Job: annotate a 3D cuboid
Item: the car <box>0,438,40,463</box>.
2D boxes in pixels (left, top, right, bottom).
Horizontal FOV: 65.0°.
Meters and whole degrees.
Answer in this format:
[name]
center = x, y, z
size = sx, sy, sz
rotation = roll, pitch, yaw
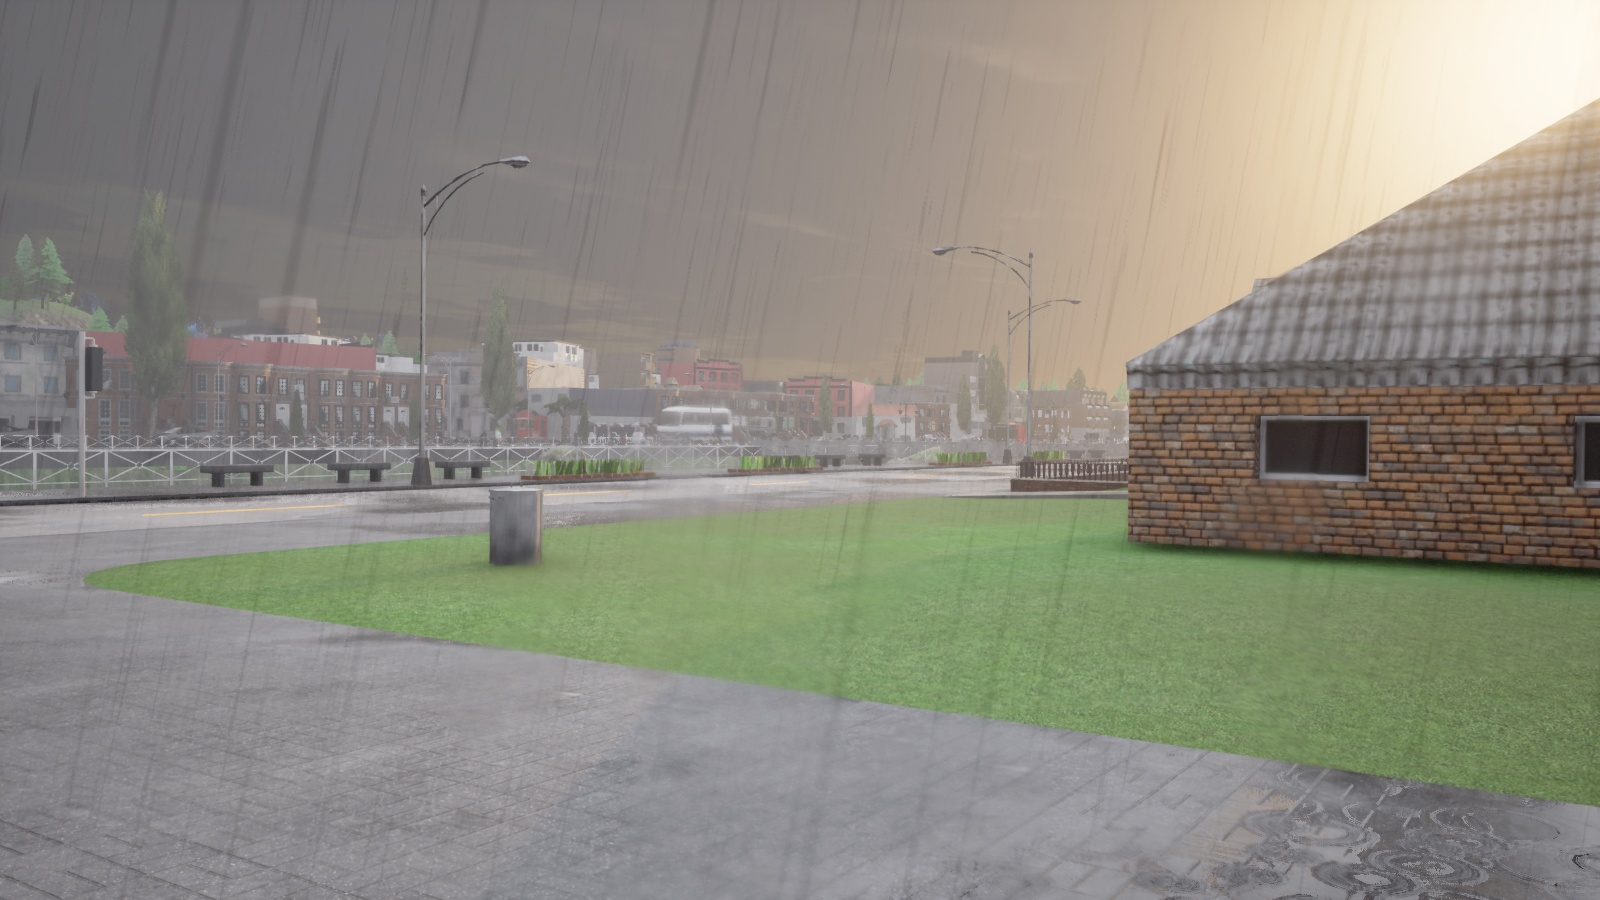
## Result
[car]
center = -52.136, 0.039, 81.374
size = 2.007, 1.525, 4.514
rotation = 0, 1, 34
